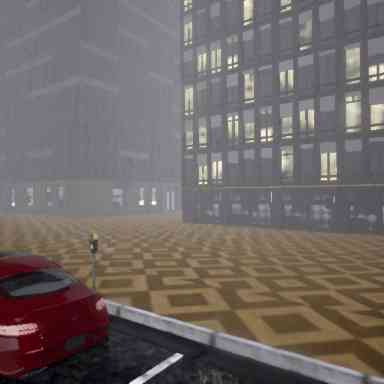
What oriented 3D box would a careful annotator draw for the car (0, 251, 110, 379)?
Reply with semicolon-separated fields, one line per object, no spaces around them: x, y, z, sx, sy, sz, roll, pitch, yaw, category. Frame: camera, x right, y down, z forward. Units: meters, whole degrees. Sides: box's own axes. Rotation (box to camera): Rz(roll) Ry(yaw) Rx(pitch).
-3.027;1.581;5.042;4.206;1.307;1.802;0;-1;36;car
